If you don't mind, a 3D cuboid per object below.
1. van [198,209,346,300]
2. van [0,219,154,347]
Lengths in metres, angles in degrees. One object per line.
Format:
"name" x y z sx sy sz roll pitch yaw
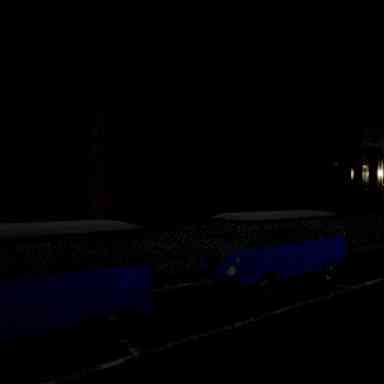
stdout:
"van" 2.053 1.345 8.111 3.998 1.788 1.690 0 0 -35
"van" -2.521 1.342 4.848 3.998 1.788 1.690 0 0 -35
